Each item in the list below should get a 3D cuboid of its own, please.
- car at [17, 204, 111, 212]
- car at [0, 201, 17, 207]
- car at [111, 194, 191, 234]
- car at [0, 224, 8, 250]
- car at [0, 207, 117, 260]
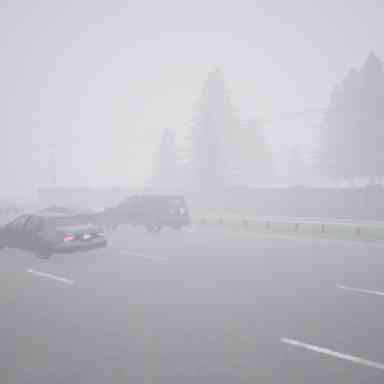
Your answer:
[{"bbox_3d":[-6.817,1.372,17.445,5.008,1.535,1.882,0,0,35],"label":"car"},{"bbox_3d":[-16.646,1.396,28.746,4.718,1.301,1.895,0,0,35],"label":"car"},{"bbox_3d":[-2.671,1.133,18.788,5.566,2.045,2.150,0,0,35],"label":"car"},{"bbox_3d":[-7.402,1.401,9.265,5.008,1.535,1.882,0,0,35],"label":"car"},{"bbox_3d":[-5.431,1.470,12.159,5.357,1.411,2.033,0,0,35],"label":"car"}]
